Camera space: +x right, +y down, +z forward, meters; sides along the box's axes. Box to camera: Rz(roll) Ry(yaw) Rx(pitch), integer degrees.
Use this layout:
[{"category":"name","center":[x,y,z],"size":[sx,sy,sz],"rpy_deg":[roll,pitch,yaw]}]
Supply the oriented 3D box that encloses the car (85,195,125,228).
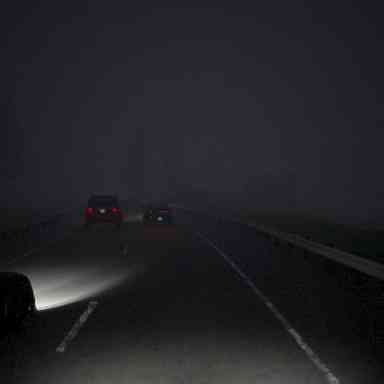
[{"category":"car","center":[-5.746,1.202,22.071],"size":[2.150,2.045,5.566],"rpy_deg":[0,0,-11]}]

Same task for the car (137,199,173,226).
[{"category":"car","center":[-2.502,1.464,23.412],"size":[2.128,1.511,4.902],"rpy_deg":[0,0,-11]}]

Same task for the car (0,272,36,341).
[{"category":"car","center":[-3.629,1.566,4.051],"size":[1.994,1.385,4.181],"rpy_deg":[0,0,-2]}]

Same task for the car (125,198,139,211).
[{"category":"car","center":[-7.213,1.434,40.380],"size":[1.882,1.535,5.008],"rpy_deg":[0,0,-19]}]
